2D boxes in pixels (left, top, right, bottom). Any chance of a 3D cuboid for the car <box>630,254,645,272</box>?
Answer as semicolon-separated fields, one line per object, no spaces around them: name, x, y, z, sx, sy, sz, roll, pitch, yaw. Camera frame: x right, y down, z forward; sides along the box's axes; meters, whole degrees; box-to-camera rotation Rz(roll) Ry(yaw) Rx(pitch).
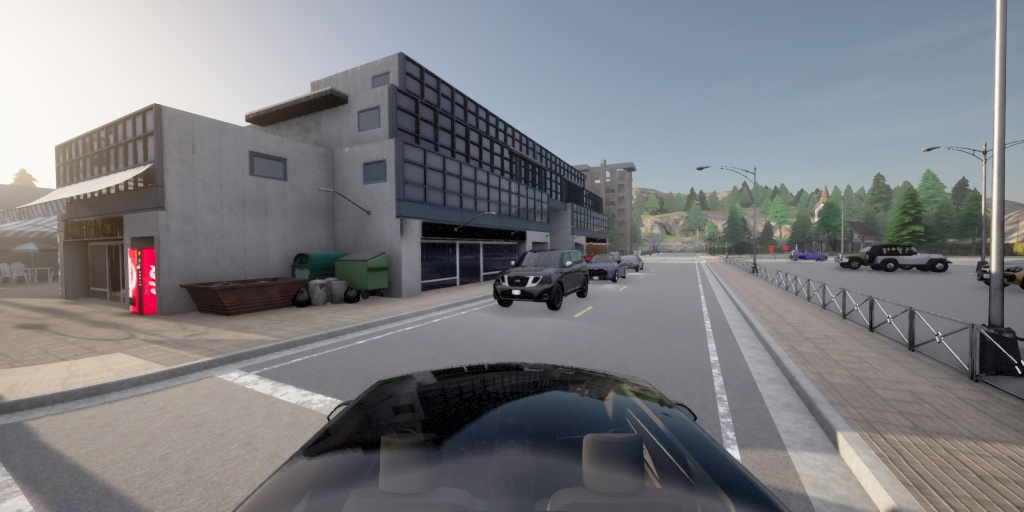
car;10.451;0.580;31.730;1.812;1.442;4.674;0;1;27

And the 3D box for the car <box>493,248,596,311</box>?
car;1.378;0.737;13.828;2.150;2.045;5.566;0;1;27

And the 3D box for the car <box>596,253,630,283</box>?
car;5.823;0.641;22.604;2.097;1.767;4.553;0;1;27
